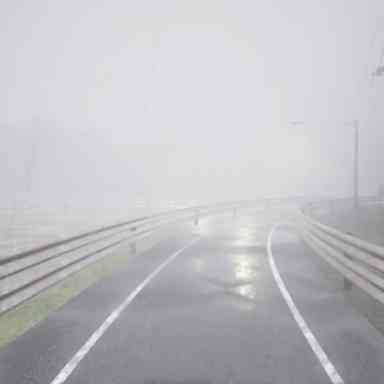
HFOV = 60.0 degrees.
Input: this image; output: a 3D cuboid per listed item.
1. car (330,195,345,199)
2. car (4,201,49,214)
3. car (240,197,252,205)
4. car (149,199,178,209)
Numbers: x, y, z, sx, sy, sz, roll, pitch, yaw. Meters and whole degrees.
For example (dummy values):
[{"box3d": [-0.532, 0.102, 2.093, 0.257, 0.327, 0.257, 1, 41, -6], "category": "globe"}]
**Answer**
[{"box3d": [34.173, 1.405, 78.298, 4.902, 1.511, 2.128, 0, 0, -35], "category": "car"}, {"box3d": [-19.887, 1.835, 40.123, 4.902, 1.511, 2.128, 0, 0, -35], "category": "car"}, {"box3d": [10.438, 1.596, 61.538, 4.674, 1.442, 1.812, -1, 0, -35], "category": "car"}, {"box3d": [-4.279, 1.769, 51.145, 4.674, 1.442, 1.812, -1, 0, -35], "category": "car"}]
